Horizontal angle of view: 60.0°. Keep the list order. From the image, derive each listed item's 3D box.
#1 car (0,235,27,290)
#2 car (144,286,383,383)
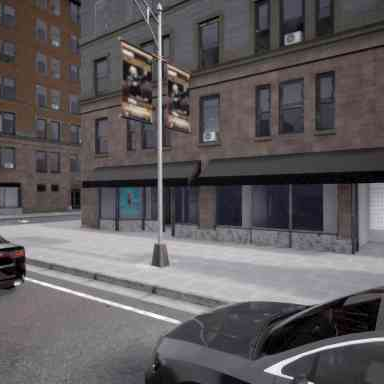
[{"bbox_3d":[-5.929,1.478,7.890,5.008,1.535,1.882,0,0,35],"label":"car"},{"bbox_3d":[1.805,1.505,2.400,4.892,1.490,1.837,0,0,35],"label":"car"}]
